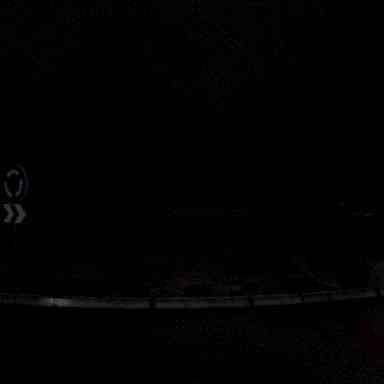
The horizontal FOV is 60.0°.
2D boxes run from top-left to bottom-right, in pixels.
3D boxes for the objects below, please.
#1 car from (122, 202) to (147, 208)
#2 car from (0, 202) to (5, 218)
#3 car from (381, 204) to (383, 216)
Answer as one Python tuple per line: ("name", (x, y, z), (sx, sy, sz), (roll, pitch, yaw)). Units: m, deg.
("car", (-8.149, 1.646, 42.050), (4.718, 1.301, 1.895), (0, 0, -18))
("car", (-17.910, 1.536, 28.405), (1.837, 1.490, 4.892), (-2, -1, 24))
("car", (18.783, 1.359, 29.692), (2.097, 1.767, 4.553), (0, 1, -18))
